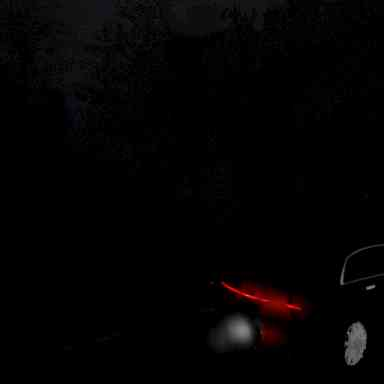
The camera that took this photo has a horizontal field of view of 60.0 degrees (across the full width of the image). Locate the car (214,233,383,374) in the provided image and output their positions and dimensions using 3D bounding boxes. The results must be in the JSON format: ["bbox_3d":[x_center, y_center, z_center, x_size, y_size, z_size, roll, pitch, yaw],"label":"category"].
[{"bbox_3d":[2.599,1.468,5.597,4.892,1.490,1.837,-1,0,-35],"label":"car"}]
